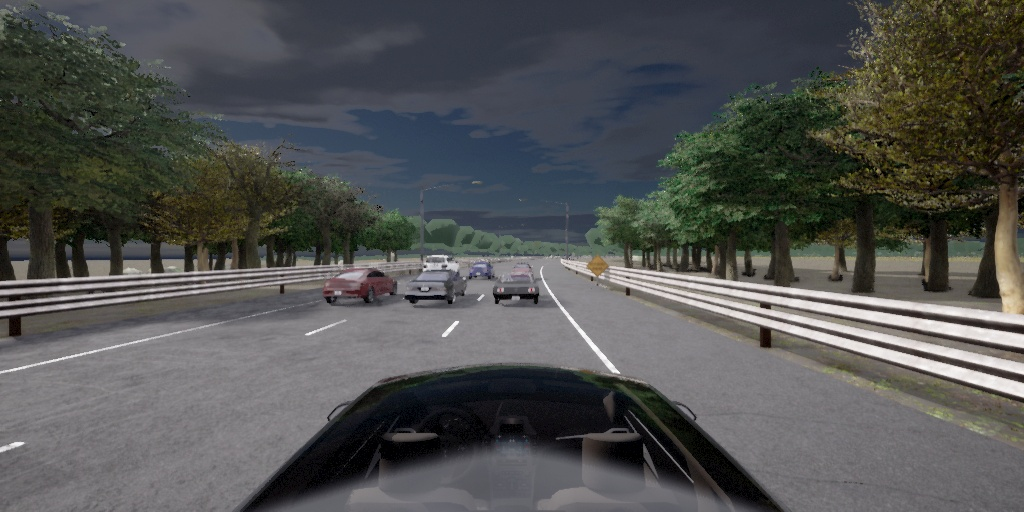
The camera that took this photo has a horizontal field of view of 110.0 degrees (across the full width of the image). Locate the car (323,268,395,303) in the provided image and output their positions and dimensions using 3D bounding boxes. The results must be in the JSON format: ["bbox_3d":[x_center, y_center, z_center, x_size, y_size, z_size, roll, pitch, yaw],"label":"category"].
[{"bbox_3d":[-6.767,1.276,16.388,1.812,1.442,4.674,0,0,2],"label":"car"}]

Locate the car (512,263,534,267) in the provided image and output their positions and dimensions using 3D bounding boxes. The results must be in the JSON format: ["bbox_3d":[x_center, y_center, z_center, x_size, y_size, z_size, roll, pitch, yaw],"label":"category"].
[{"bbox_3d":[0.908,1.305,30.914,1.994,1.385,4.181,0,0,3],"label":"car"}]

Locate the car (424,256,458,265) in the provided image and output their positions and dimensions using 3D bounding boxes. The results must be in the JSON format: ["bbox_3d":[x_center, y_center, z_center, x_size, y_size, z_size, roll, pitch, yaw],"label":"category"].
[{"bbox_3d":[-6.079,0.989,31.354,2.150,2.045,5.566,0,0,3],"label":"car"}]

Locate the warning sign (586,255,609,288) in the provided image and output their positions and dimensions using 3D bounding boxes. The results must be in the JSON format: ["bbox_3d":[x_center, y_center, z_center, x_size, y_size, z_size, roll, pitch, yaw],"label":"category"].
[{"bbox_3d":[4.949,0.855,20.749,1.300,1.860,1.060,0,0,2],"label":"warning sign"}]

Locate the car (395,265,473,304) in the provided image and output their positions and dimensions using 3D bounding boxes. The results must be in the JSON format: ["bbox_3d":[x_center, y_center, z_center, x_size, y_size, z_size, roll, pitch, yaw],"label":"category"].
[{"bbox_3d":[-3.269,1.306,16.279,2.033,1.411,5.357,0,0,2],"label":"car"}]

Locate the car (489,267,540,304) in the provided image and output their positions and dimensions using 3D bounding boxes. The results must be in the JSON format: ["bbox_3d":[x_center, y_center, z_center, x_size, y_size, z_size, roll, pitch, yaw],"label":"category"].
[{"bbox_3d":[0.231,1.360,16.200,1.895,1.301,4.718,0,0,2],"label":"car"}]

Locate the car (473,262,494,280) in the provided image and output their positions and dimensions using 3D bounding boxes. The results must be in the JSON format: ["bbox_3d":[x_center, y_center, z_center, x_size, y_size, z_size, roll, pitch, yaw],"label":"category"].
[{"bbox_3d":[-2.586,1.265,31.119,1.812,1.442,4.674,0,0,3],"label":"car"}]
